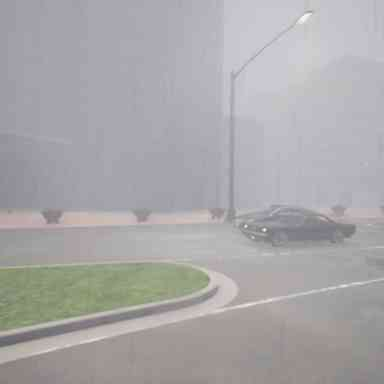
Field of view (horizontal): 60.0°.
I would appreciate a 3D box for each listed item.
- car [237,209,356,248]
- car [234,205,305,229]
[{"bbox_3d":[4.599,1.578,14.429,4.718,1.301,1.895,0,0,-20],"label":"car"},{"bbox_3d":[4.676,1.453,18.206,4.902,1.511,2.128,0,0,-21],"label":"car"}]
